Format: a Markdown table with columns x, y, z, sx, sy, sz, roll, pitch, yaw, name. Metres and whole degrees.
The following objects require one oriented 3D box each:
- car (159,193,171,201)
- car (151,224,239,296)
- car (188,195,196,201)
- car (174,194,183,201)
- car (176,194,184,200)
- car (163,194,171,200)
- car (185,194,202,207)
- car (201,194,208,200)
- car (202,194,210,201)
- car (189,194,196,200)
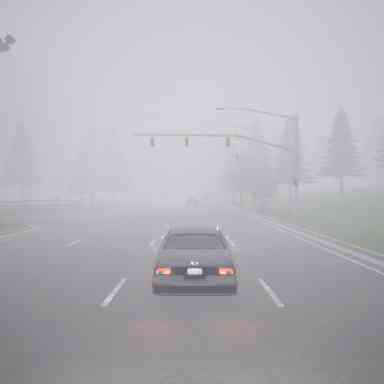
| x | y | z | sx | sy | sz | roll | pitch | yaw | name |
| --- | --- | --- | --- | --- | --- | --- | --- | --- | --- |
| -6.958 | 1.217 | 83.516 | 2.150 | 2.045 | 5.566 | 0 | 0 | 0 | car |
| 0.071 | 1.547 | 8.800 | 2.033 | 1.411 | 5.357 | 0 | 0 | 0 | car |
| 0.042 | 1.531 | 83.482 | 2.033 | 1.411 | 5.357 | 0 | 0 | 0 | car |
| -3.458 | 1.517 | 83.901 | 1.812 | 1.442 | 4.674 | 0 | 0 | 0 | car |
| -3.453 | 1.358 | 93.904 | 2.128 | 1.511 | 4.902 | 0 | 0 | 0 | car |
| -6.953 | 1.385 | 93.906 | 1.994 | 1.385 | 4.181 | 0 | 0 | 0 | car |
| 0.024 | 1.352 | 52.839 | 2.097 | 1.767 | 4.553 | 0 | 0 | 0 | car |
| 3.547 | 1.310 | 93.901 | 1.882 | 1.535 | 5.008 | 0 | 0 | 0 | car |
| 3.542 | 1.492 | 83.481 | 1.837 | 1.490 | 4.892 | 0 | 0 | 0 | car |
| 0.047 | 1.310 | 93.902 | 1.882 | 1.535 | 5.008 | 0 | 0 | 0 | car |
